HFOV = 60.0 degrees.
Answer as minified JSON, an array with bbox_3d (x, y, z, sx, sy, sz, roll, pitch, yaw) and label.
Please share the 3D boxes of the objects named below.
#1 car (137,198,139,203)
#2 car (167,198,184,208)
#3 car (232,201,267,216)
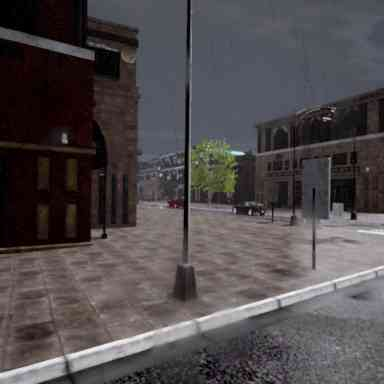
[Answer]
[{"bbox_3d":[-12.226,1.666,68.994,1.802,1.307,4.206,1,-1,-27],"label":"car"},{"bbox_3d":[-2.190,1.623,49.300,1.887,1.381,4.507,1,-1,-27],"label":"car"},{"bbox_3d":[5.762,1.623,33.759,2.008,1.369,4.403,1,-1,-27],"label":"car"}]
